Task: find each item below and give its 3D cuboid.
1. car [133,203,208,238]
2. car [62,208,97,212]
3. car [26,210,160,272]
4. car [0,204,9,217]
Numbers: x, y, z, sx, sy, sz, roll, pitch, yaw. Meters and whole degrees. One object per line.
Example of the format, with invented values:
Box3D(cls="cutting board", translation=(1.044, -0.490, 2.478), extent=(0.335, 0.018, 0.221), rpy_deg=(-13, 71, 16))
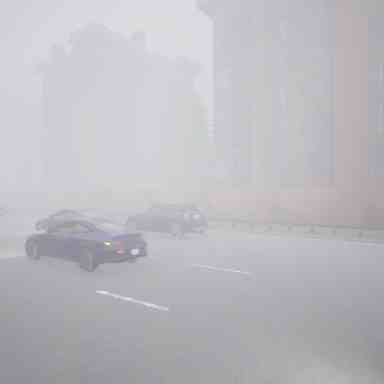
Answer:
Box3D(cls="car", translation=(-1.456, 1.351, 17.930), extent=(4.553, 1.767, 2.097), rpy_deg=(0, 0, 36))
Box3D(cls="car", translation=(-6.012, 1.525, 16.878), extent=(4.674, 1.442, 1.812), rpy_deg=(0, 0, 36))
Box3D(cls="car", translation=(-3.473, 1.525, 10.767), extent=(4.674, 1.442, 1.812), rpy_deg=(0, 0, 35))
Box3D(cls="car", translation=(-18.699, 1.547, 30.229), extent=(5.357, 1.411, 2.033), rpy_deg=(0, 0, 36))
